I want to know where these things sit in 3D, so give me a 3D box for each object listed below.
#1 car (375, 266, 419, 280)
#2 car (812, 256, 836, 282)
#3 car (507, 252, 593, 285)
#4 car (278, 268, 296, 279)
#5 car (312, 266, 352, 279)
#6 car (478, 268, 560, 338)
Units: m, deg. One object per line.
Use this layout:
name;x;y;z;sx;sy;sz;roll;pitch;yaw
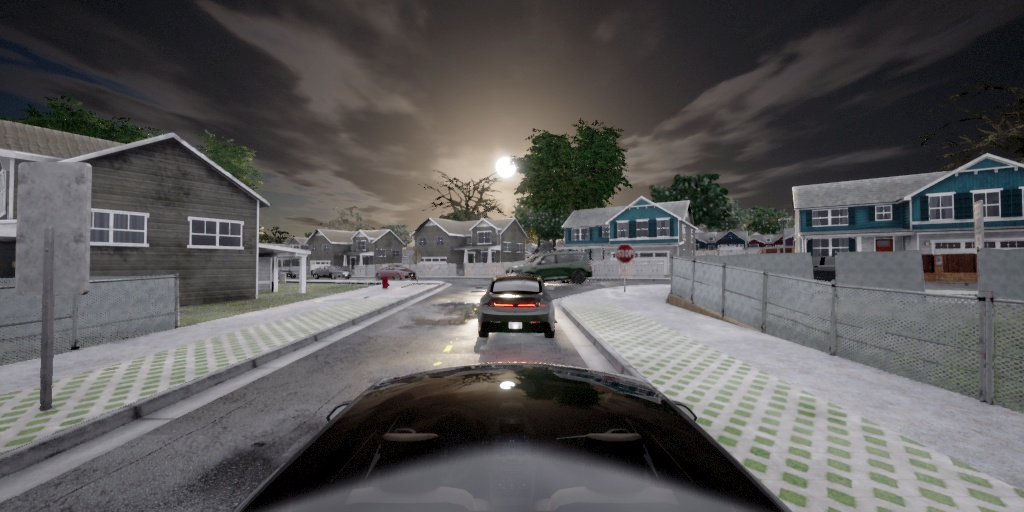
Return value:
car;-10.482;1.562;32.645;4.181;1.385;1.994;-2;-2;32
car;15.699;0.774;18.559;4.892;1.490;1.837;-2;-2;35
car;2.196;0.818;21.892;5.566;2.045;2.150;-3;1;-20
car;-27.725;2.110;42.831;4.181;1.385;1.994;-2;-2;30
car;-19.024;1.761;37.821;4.902;1.511;2.128;-2;-2;30
car;0.163;1.258;10.192;1.837;1.490;4.892;0;0;2
